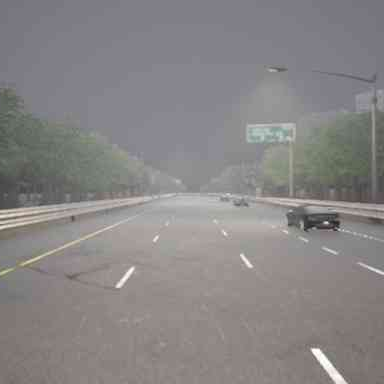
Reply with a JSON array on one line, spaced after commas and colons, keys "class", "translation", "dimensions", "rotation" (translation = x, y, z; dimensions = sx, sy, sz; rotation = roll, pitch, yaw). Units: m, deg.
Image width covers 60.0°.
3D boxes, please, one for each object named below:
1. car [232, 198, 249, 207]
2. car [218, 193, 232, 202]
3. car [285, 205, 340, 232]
[{"class": "car", "translation": [7.136, 1.558, 49.574], "dimensions": [1.895, 1.301, 4.718], "rotation": [0, 0, 0]}, {"class": "car", "translation": [7.230, 1.452, 74.541], "dimensions": [1.812, 1.442, 4.674], "rotation": [0, 0, 0]}, {"class": "car", "translation": [7.029, 1.486, 19.875], "dimensions": [1.882, 1.535, 5.008], "rotation": [0, 0, 0]}]
